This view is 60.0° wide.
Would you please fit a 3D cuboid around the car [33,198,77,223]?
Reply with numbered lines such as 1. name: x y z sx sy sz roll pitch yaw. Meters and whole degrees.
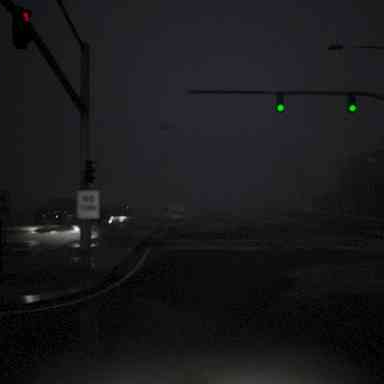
1. car: -11.564 1.543 28.894 2.150 2.045 5.566 0 -1 1

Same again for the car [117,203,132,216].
1. car: -8.046 1.979 37.339 1.994 1.385 4.181 0 -1 1

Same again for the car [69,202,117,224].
1. car: -8.079 1.800 27.750 2.128 1.511 4.902 0 -1 0

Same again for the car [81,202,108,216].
1. car: -11.550 1.945 39.761 1.837 1.490 4.892 0 0 0
